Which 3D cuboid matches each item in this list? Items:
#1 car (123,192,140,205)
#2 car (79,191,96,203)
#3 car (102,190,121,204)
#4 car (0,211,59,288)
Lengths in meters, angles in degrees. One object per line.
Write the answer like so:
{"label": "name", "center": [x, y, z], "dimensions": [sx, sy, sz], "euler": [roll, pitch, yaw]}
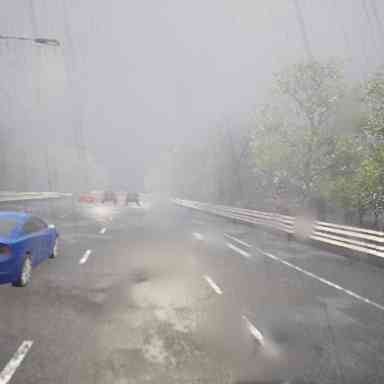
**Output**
{"label": "car", "center": [-9.720, 1.046, 54.195], "dimensions": [2.150, 2.045, 5.566], "euler": [4, -1, -11]}
{"label": "car", "center": [-16.592, 0.695, 52.904], "dimensions": [2.097, 1.767, 4.553], "euler": [4, -1, -11]}
{"label": "car", "center": [-13.163, 0.806, 53.613], "dimensions": [2.150, 2.045, 5.566], "euler": [4, -1, -11]}
{"label": "car", "center": [-4.743, 1.217, 8.454], "dimensions": [1.882, 1.535, 5.008], "euler": [4, 0, -11]}
